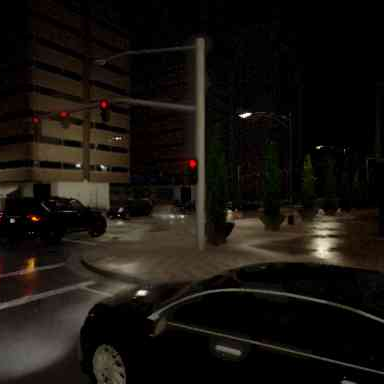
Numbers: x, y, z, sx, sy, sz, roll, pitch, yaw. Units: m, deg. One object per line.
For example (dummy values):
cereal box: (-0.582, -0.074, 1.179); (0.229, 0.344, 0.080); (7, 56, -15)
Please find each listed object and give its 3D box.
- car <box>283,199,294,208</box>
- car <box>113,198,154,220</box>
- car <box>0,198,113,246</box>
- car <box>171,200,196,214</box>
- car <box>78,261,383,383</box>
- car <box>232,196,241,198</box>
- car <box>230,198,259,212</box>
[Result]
car: (14.077, 1.723, 51.128); (1.895, 1.301, 4.718); (0, 0, 35)
car: (-5.515, 1.486, 29.764); (2.097, 1.767, 4.553); (0, 0, 35)
car: (-6.359, 1.300, 15.872); (2.150, 2.045, 5.566); (-2, -2, 18)
car: (-0.390, 1.660, 37.012); (1.812, 1.442, 4.674); (0, 0, 35)
car: (0.836, 1.509, 3.404); (4.892, 1.490, 1.837); (-1, 0, 36)
car: (5.379, 1.487, 45.186); (2.097, 1.767, 4.553); (0, 0, 35)
car: (6.385, 1.722, 40.214); (1.895, 1.301, 4.718); (0, 0, 35)
